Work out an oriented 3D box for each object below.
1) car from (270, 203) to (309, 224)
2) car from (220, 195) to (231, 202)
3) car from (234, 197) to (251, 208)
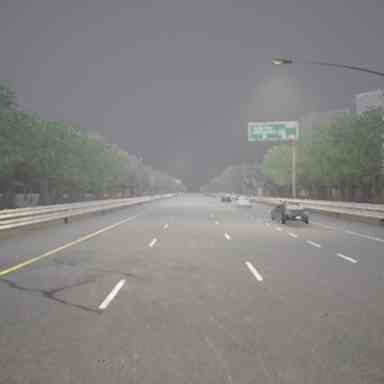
[{"bbox_3d":[7.044,1.525,24.263,1.812,1.442,4.674,0,0,0],"label":"car"},{"bbox_3d":[7.221,1.422,72.147,1.882,1.535,5.008,0,0,0],"label":"car"},{"bbox_3d":[7.127,1.502,47.039,1.812,1.442,4.674,0,0,0],"label":"car"}]
